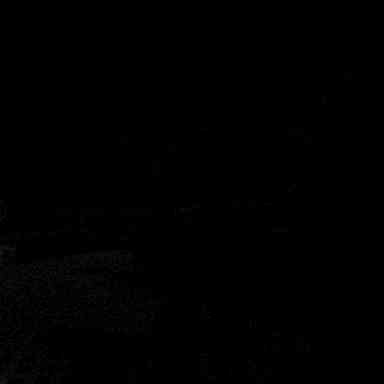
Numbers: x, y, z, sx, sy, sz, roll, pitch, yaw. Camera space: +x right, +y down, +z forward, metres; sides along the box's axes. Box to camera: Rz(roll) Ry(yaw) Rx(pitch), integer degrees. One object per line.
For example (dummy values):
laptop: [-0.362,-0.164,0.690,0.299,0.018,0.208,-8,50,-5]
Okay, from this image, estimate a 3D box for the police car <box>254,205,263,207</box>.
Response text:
police car: [6.179,1.990,29.647,2.038,1.542,4.974,-1,-2,35]
